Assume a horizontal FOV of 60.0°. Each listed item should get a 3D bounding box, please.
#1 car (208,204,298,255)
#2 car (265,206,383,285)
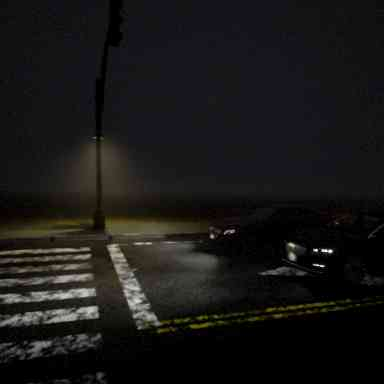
[{"bbox_3d":[2.866,1.159,11.366,4.674,1.442,1.812,0,2,-19],"label":"car"},{"bbox_3d":[4.672,1.262,8.545,4.902,1.511,2.128,0,2,-19],"label":"car"}]
